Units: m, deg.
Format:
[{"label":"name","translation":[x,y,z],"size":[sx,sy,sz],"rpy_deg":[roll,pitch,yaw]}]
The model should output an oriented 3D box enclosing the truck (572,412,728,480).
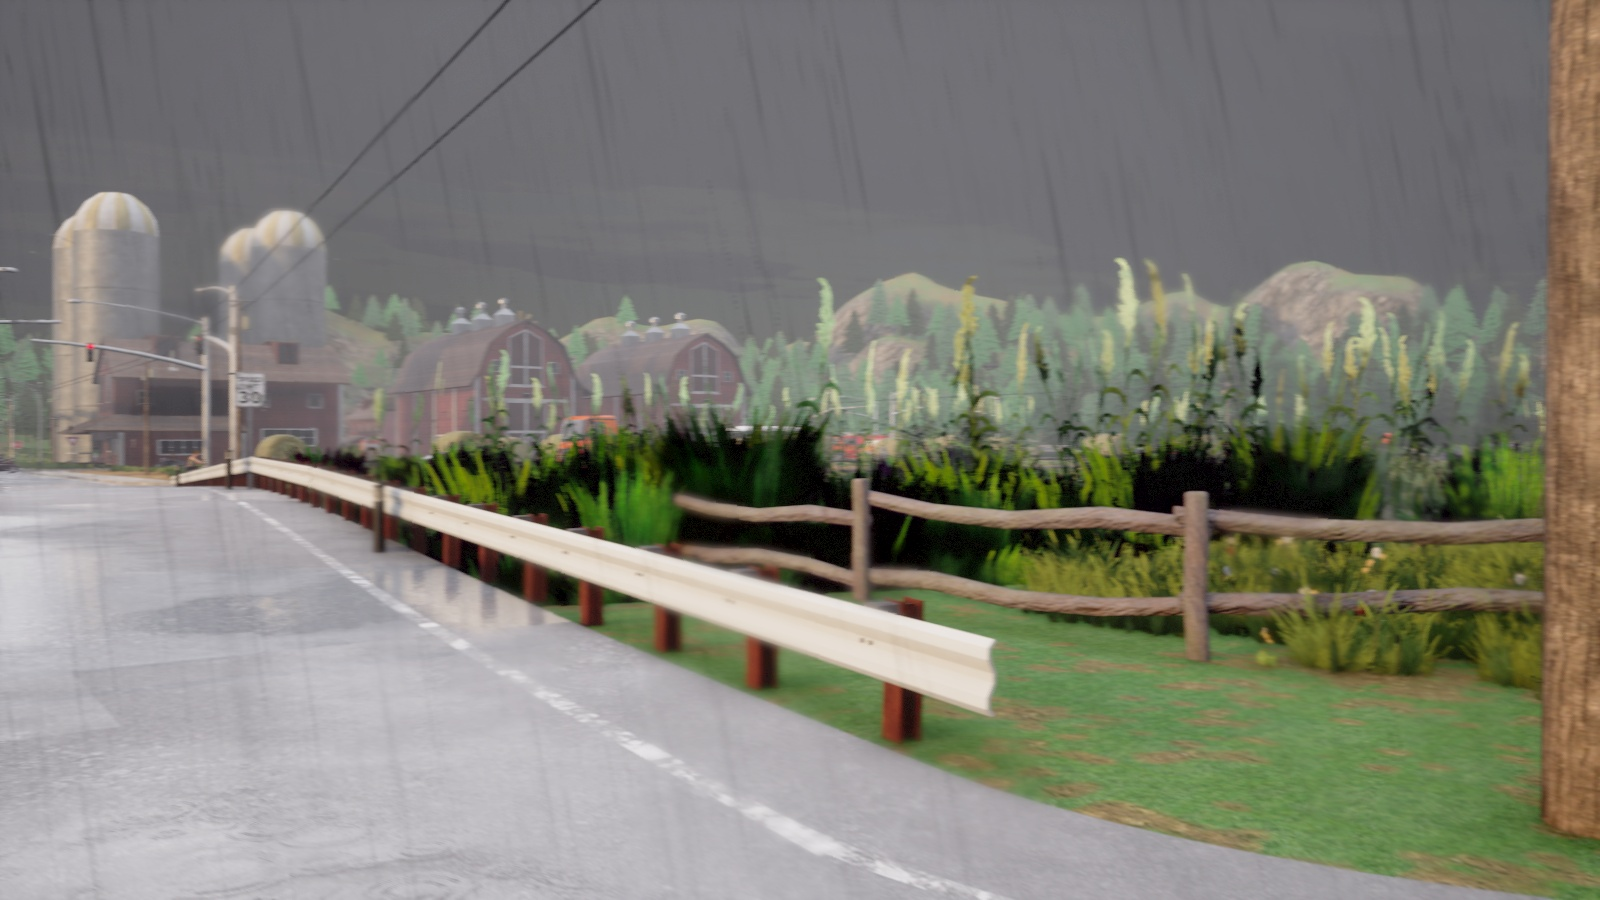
[{"label":"truck","translation":[-8.029,-0.221,67.798],"size":[7.936,3.462,2.891],"rpy_deg":[0,0,-34]}]
